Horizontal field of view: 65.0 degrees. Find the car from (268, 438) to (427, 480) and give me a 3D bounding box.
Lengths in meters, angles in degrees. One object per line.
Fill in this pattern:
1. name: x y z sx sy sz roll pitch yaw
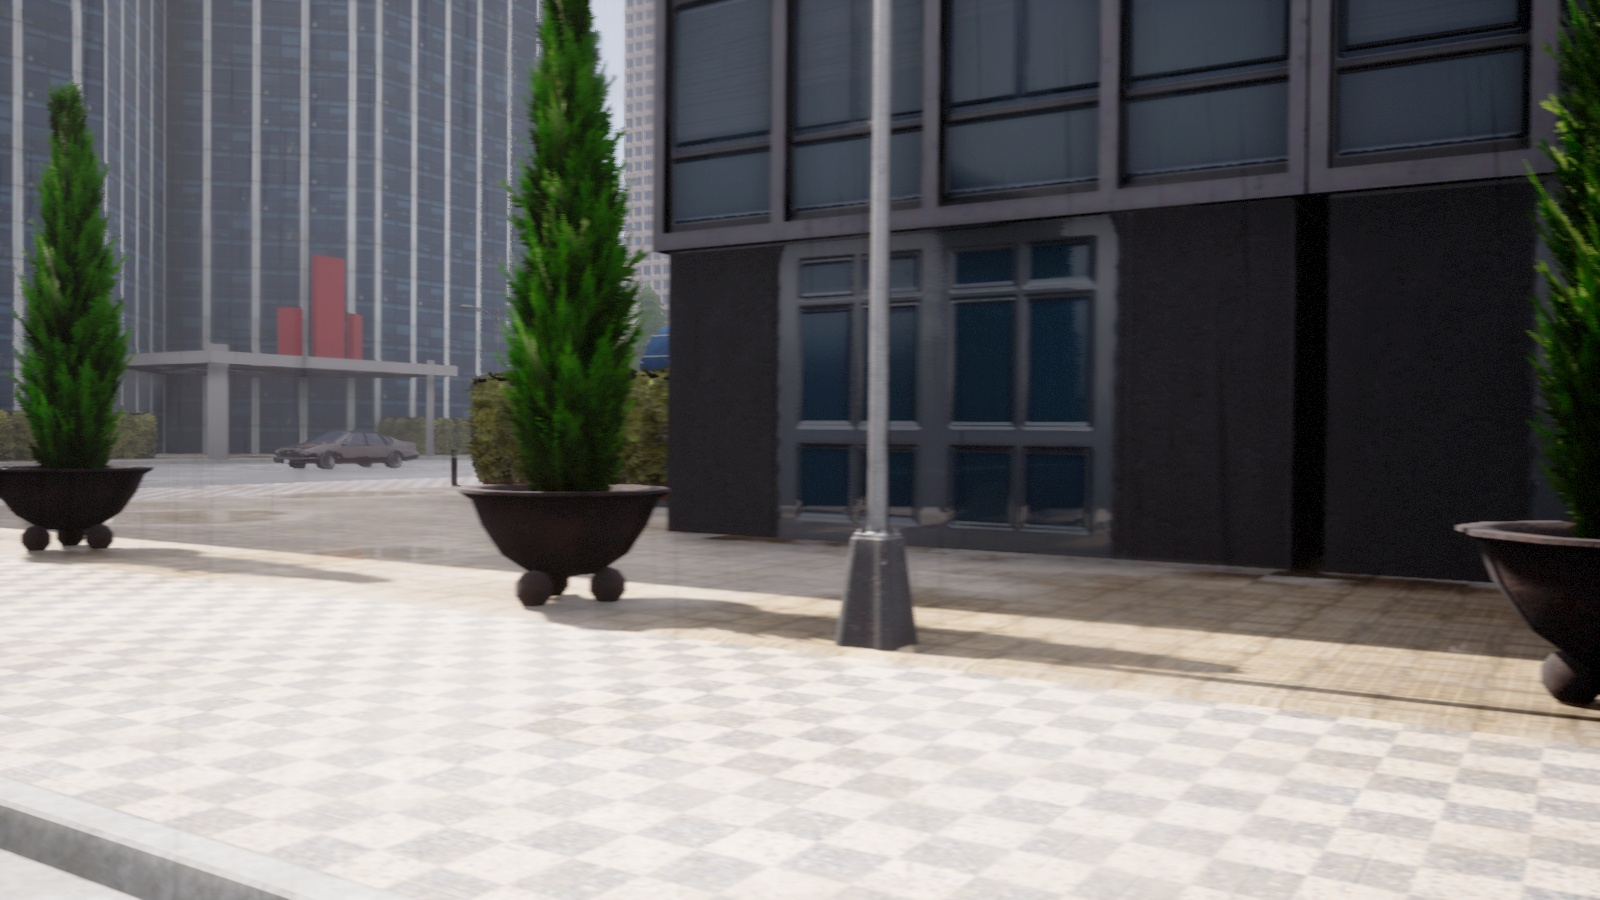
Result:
1. car: -16.528 0.287 46.165 2.033 1.411 5.357 0 1 32
